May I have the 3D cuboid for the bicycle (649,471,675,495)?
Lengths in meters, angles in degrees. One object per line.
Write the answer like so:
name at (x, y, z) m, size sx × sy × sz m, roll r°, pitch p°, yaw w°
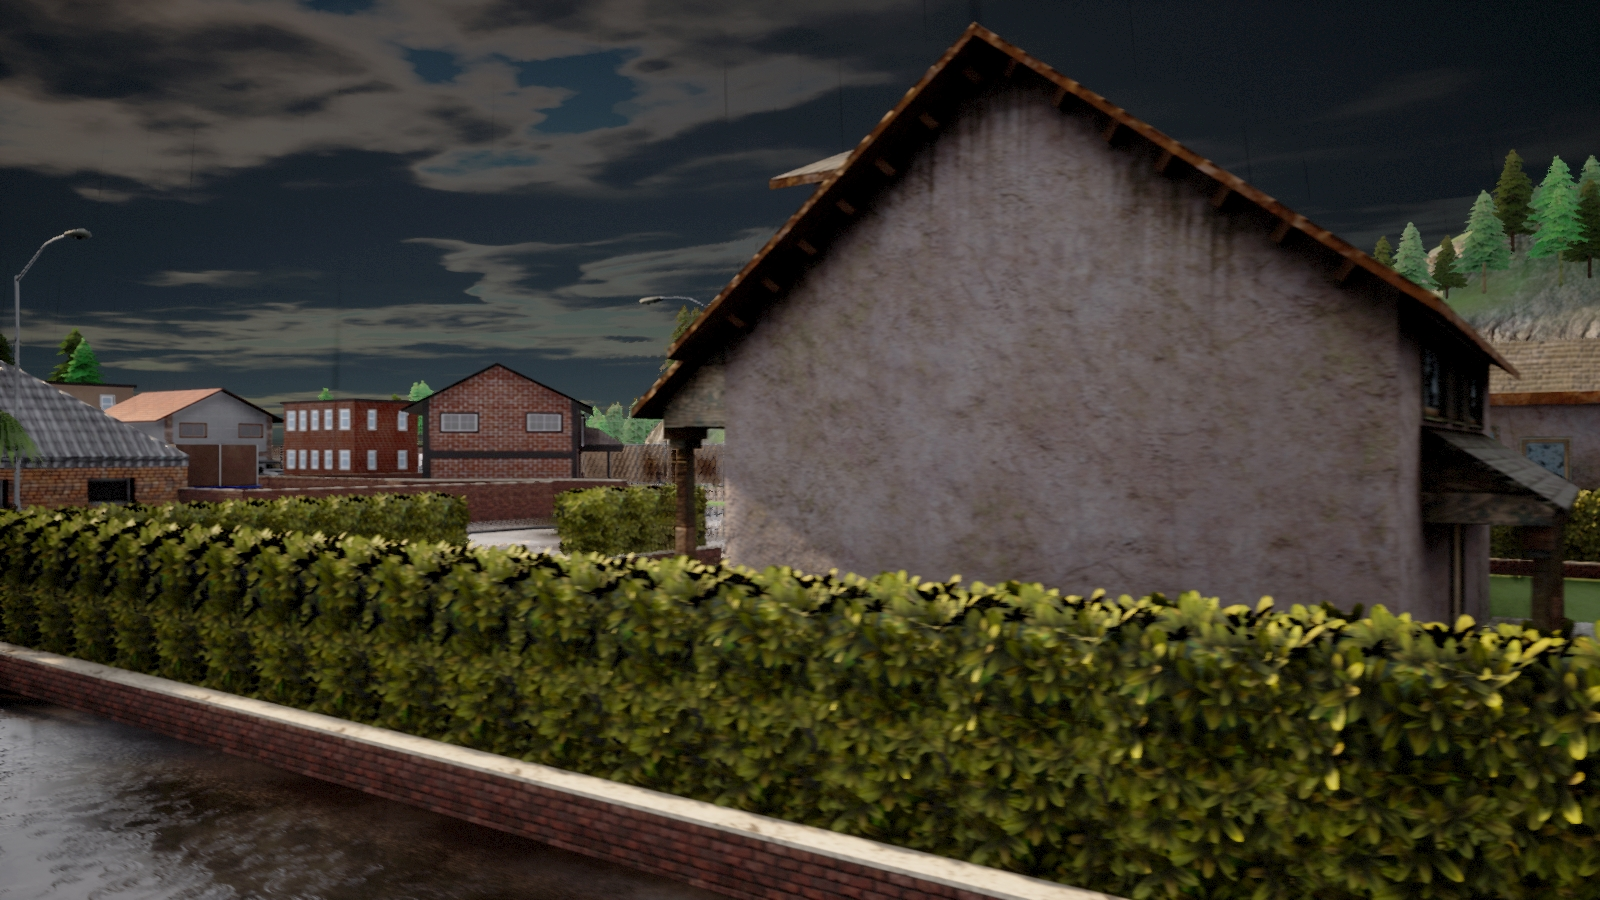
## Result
bicycle at (-8.590, 2.062, 70.900) m, size 1.835 × 1.471 × 0.329 m, roll 0°, pitch 0°, yaw 35°
